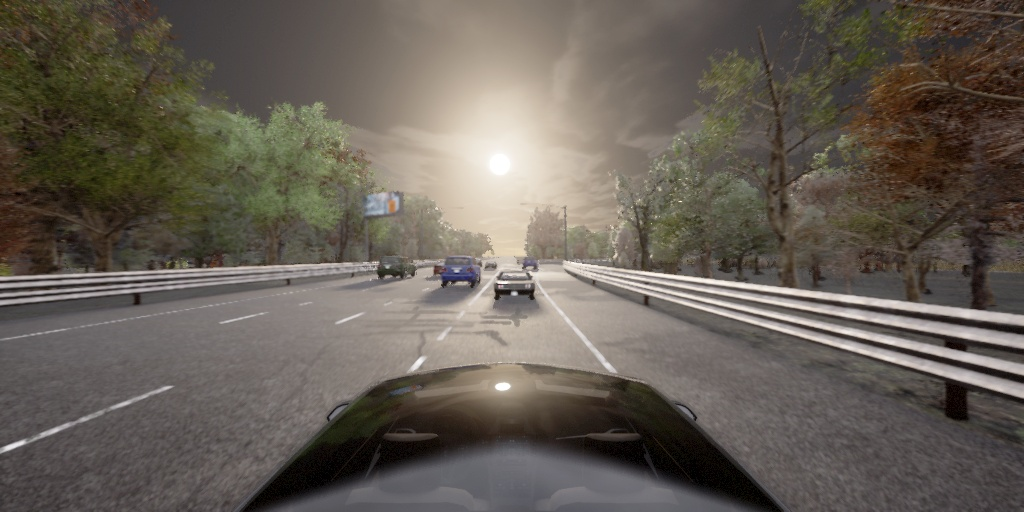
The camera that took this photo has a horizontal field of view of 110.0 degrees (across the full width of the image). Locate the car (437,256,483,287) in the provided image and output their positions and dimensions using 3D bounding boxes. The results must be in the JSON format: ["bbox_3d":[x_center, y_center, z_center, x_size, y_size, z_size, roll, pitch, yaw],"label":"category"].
[{"bbox_3d":[-3.397,1.014,24.765,2.150,2.045,5.566,0,0,0],"label":"car"}]

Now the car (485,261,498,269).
[{"bbox_3d":[-3.390,1.456,59.864,1.895,1.301,4.718,0,0,0],"label":"car"}]

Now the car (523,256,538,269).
[{"bbox_3d":[3.047,1.083,58.349,2.150,2.045,5.566,0,-1,8],"label":"car"}]

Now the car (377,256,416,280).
[{"bbox_3d":[-10.395,1.029,32.651,2.150,2.045,5.566,0,0,0],"label":"car"}]

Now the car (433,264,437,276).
[{"bbox_3d":[-6.893,1.292,37.490,1.882,1.535,5.008,0,0,0],"label":"car"}]

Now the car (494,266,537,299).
[{"bbox_3d":[0.140,1.380,18.223,1.895,1.301,4.718,0,0,1],"label":"car"}]
